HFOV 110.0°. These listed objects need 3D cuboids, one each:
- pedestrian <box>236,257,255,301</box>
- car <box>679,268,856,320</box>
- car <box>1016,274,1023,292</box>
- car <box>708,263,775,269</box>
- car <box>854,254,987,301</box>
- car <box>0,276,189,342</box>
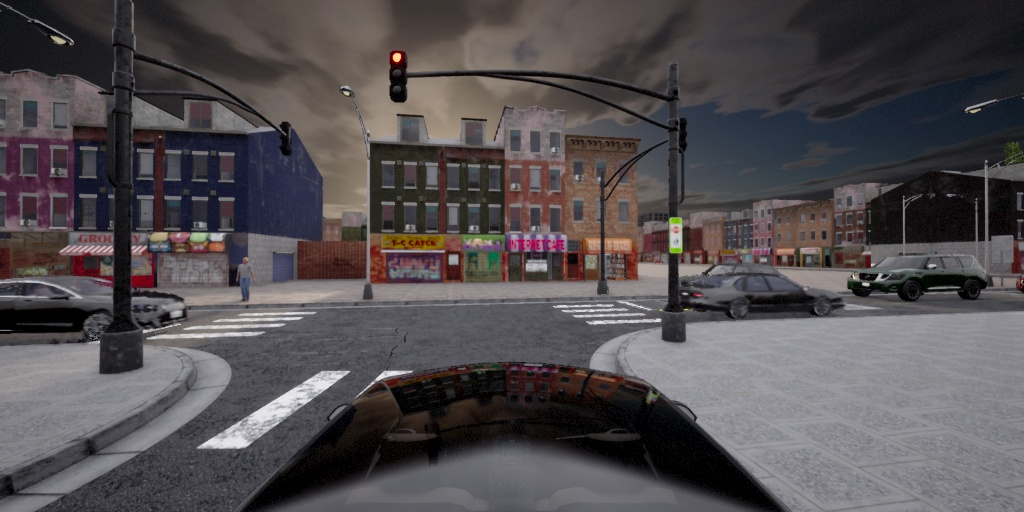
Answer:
[{"bbox_3d":[-11.106,0.944,14.964,0.375,1.860,0.375,0,0,-9],"label":"pedestrian"},{"bbox_3d":[8.093,1.266,12.036,5.357,1.411,2.033,0,0,-9],"label":"car"},{"bbox_3d":[28.627,1.035,18.197,4.553,1.767,2.097,0,0,-8],"label":"car"},{"bbox_3d":[9.178,1.083,15.164,4.553,1.767,2.097,0,0,-10],"label":"car"},{"bbox_3d":[18.779,0.928,16.698,5.566,2.045,2.150,0,0,-9],"label":"car"},{"bbox_3d":[-11.210,1.264,9.015,4.902,1.511,2.128,0,0,-9],"label":"car"}]
